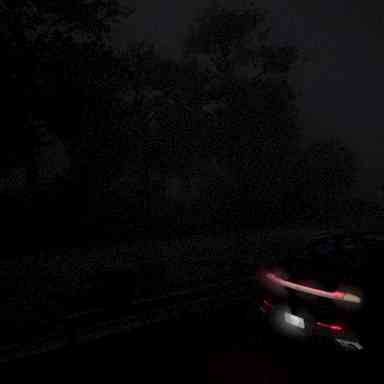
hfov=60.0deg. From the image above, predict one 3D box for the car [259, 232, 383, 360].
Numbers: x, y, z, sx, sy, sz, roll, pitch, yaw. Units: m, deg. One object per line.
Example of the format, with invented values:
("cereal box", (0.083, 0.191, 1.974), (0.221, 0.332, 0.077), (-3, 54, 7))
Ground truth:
("car", (3.333, 1.463, 5.794), (4.902, 1.511, 2.128), (-1, 0, -35))
